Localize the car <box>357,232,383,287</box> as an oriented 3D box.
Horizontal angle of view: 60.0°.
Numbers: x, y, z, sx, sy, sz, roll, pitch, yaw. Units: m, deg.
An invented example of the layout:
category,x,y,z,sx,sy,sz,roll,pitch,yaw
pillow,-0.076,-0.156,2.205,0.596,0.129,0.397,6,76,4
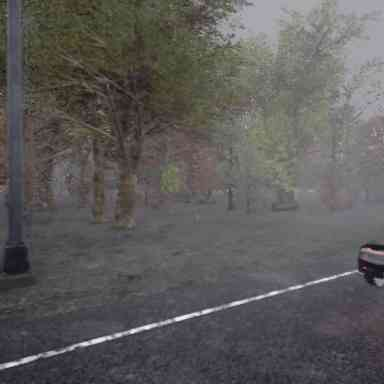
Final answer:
category,x,y,z,sx,sy,sz,roll,pitch,yaw
car,5.892,1.451,7.942,4.902,1.511,2.128,0,0,-35
